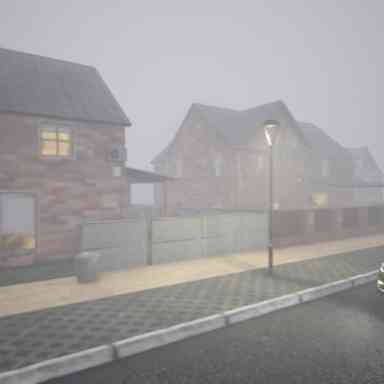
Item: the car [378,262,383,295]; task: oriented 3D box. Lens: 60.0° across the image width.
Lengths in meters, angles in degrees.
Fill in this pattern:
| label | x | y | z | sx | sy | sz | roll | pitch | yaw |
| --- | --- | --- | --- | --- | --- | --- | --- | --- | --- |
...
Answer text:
| label | x | y | z | sx | sy | sz | roll | pitch | yaw |
| --- | --- | --- | --- | --- | --- | --- | --- | --- | --- |
| car | 5.985 | 1.528 | 7.296 | 4.892 | 1.490 | 1.837 | 1 | -1 | -35 |
